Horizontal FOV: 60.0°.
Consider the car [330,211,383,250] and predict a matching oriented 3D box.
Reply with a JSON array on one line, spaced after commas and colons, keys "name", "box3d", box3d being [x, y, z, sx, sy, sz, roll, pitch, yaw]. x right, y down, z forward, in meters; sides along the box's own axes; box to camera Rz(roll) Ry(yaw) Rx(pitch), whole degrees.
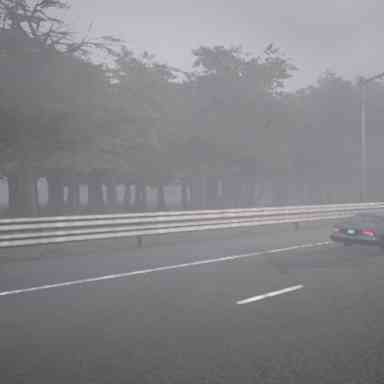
[{"name": "car", "box3d": [7.908, 1.509, 13.712, 5.357, 1.411, 2.033, 0, 0, -35]}]
